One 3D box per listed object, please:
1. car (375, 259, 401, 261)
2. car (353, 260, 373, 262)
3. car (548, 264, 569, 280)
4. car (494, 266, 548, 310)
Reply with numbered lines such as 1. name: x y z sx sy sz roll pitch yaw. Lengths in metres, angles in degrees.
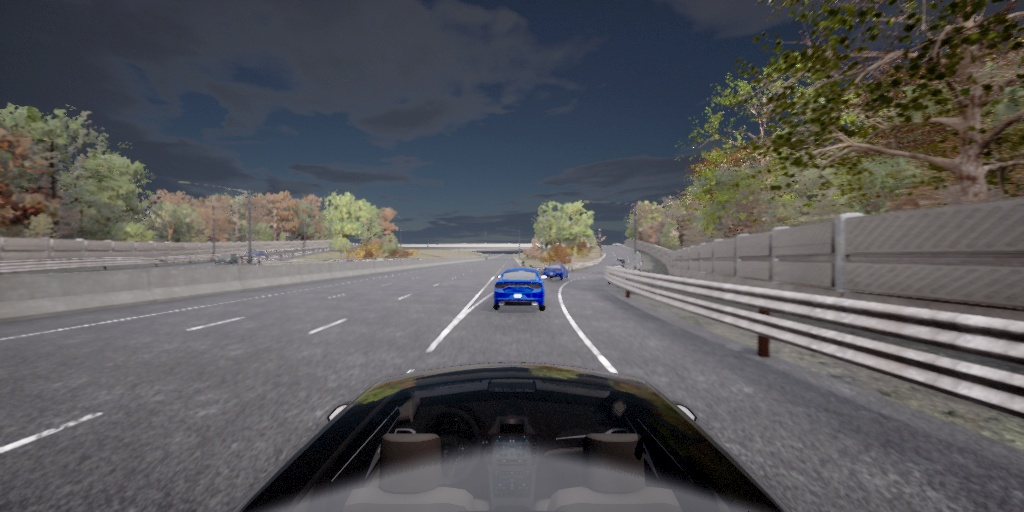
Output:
1. car: -21.003 1.371 60.675 1.895 1.301 4.718 0 0 0
2. car: -24.501 1.371 60.595 1.895 1.301 4.718 0 0 0
3. car: 4.310 1.501 34.600 1.882 1.535 5.008 0 -1 17
4. car: 0.407 1.232 14.882 1.882 1.535 5.008 0 0 5
